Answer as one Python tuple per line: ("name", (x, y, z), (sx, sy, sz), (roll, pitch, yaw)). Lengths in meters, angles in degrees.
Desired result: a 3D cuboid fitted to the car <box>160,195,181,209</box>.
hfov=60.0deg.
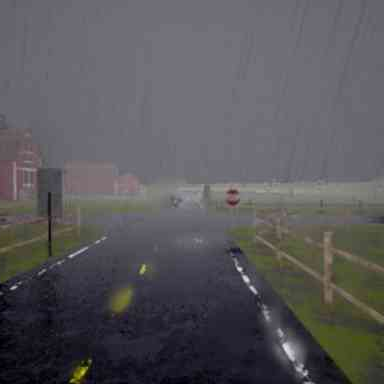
("car", (-2.769, 1.155, 41.544), (2.097, 1.767, 4.553), (0, 0, 0))
